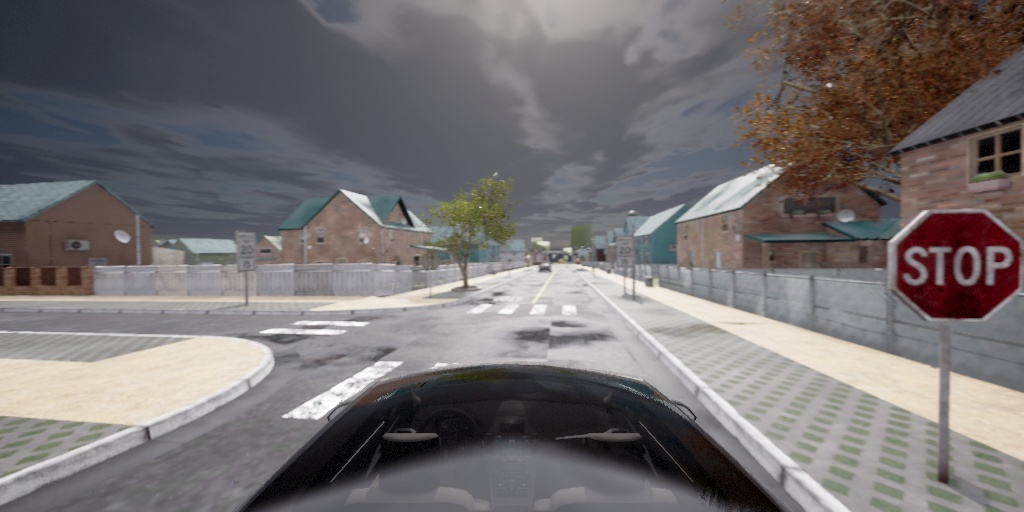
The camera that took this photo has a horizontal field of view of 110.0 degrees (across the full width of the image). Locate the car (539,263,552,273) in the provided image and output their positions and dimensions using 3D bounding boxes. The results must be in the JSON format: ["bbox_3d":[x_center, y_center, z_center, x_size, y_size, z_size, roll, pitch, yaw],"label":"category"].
[{"bbox_3d":[5.250,1.834,56.072,2.033,1.411,5.357,-1,-1,8],"label":"car"}]
